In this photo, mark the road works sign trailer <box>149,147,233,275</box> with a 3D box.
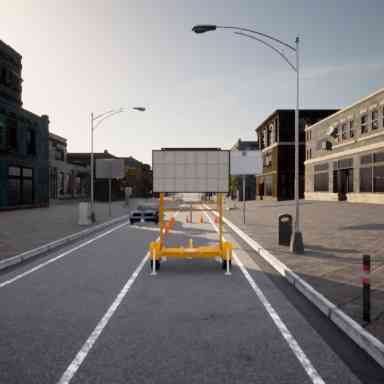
[{"bbox_3d":[-0.029,0.431,10.329,2.380,3.560,2.880,0,0,0],"label":"road works sign trailer"}]

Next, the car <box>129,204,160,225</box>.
[{"bbox_3d":[-3.168,1.524,23.493,1.895,1.301,4.718,0,0,0],"label":"car"}]

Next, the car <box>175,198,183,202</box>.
[{"bbox_3d":[-3.244,2.139,83.952,1.994,1.385,4.181,0,-1,0],"label":"car"}]
